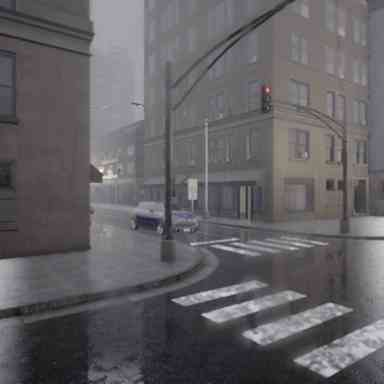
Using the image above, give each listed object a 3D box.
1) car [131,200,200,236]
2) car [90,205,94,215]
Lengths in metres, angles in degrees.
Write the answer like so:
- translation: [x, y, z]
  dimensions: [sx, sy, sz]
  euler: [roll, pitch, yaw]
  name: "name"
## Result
- translation: [-1.535, 1.265, 18.046]
  dimensions: [2.097, 1.767, 4.553]
  euler: [0, 0, -36]
  name: "car"
- translation: [-10.486, 1.394, 30.555]
  dimensions: [1.994, 1.385, 4.181]
  euler: [0, 0, -36]
  name: "car"
